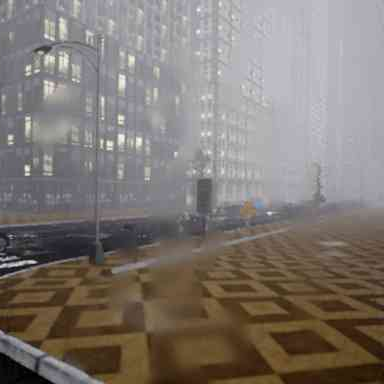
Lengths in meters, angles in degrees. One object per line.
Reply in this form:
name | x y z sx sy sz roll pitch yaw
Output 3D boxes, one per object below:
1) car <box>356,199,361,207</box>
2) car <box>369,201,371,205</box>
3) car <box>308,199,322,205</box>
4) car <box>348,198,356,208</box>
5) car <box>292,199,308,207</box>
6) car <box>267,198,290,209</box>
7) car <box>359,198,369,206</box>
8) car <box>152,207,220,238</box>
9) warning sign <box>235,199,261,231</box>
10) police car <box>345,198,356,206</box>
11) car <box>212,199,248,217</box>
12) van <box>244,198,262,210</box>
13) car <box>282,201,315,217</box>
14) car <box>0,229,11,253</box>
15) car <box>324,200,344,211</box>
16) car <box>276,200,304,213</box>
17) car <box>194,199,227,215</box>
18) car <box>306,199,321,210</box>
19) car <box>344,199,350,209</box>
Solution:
car | 31.551 2.362 65.908 1.947 1.339 4.313 1 0 35
car | 44.416 2.558 84.454 1.887 1.381 4.507 1 0 35
car | 27.882 2.255 75.320 1.947 1.339 4.313 1 0 35
car | 28.337 2.181 61.272 1.967 1.590 4.097 1 0 35
car | 21.452 2.162 66.049 1.802 1.307 4.206 1 0 35
car | 12.738 1.652 48.742 1.994 1.385 4.181 1 0 35
car | 37.984 2.471 75.181 1.947 1.339 4.313 1 0 35
car | -0.500 1.794 19.474 2.008 1.369 4.403 1 0 35
warning sign | 3.627 1.442 21.434 1.300 1.860 1.060 2 1 35
police car | 37.038 2.303 77.456 1.930 1.638 5.238 1 0 30
car | 3.662 1.779 35.829 2.128 1.511 4.902 1 0 35
van | 8.594 1.701 47.510 1.690 1.788 3.998 1 0 35
car | 12.257 2.032 38.090 1.947 1.339 4.313 1 0 35
car | -8.462 1.658 11.762 1.994 1.385 4.181 1 0 6
car | 21.904 2.197 51.999 1.947 1.339 4.313 1 0 35
car | 12.403 2.019 42.925 1.994 1.385 4.181 1 0 35
car | 2.163 1.689 38.239 1.967 1.590 4.097 1 0 35
car | 18.048 2.043 51.143 2.128 1.511 4.902 1 0 35
car | 25.119 2.268 56.636 1.802 1.307 4.206 1 0 35
